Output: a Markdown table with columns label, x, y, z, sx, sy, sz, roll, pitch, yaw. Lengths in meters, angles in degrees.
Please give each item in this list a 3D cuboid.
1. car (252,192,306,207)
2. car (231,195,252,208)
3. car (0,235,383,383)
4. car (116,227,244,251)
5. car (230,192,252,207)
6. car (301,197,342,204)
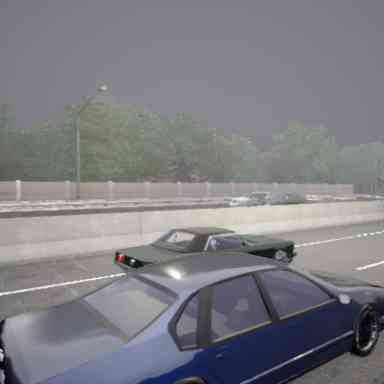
| label | x | y | z | sx | sy | sz | roll | pitch | yaw |
| --- | --- | --- | --- | --- | --- | --- | --- | --- | --- |
| car | 8.738 | 1.034 | 31.753 | 5.566 | 2.045 | 2.150 | -1 | 0 | -35 |
| car | 6.786 | 1.320 | 34.655 | 4.892 | 1.490 | 1.837 | -1 | 0 | -35 |
| car | 0.490 | 1.527 | 4.222 | 5.357 | 1.411 | 2.033 | -1 | 0 | -36 |
| car | 0.567 | 1.562 | 8.575 | 4.718 | 1.301 | 1.895 | -1 | 0 | -36 |
| car | 7.040 | 1.023 | 39.125 | 5.566 | 2.045 | 2.150 | 0 | 0 | -35 |
| car | 12.197 | 1.359 | 29.917 | 4.181 | 1.385 | 1.994 | 0 | 0 | -35 |
